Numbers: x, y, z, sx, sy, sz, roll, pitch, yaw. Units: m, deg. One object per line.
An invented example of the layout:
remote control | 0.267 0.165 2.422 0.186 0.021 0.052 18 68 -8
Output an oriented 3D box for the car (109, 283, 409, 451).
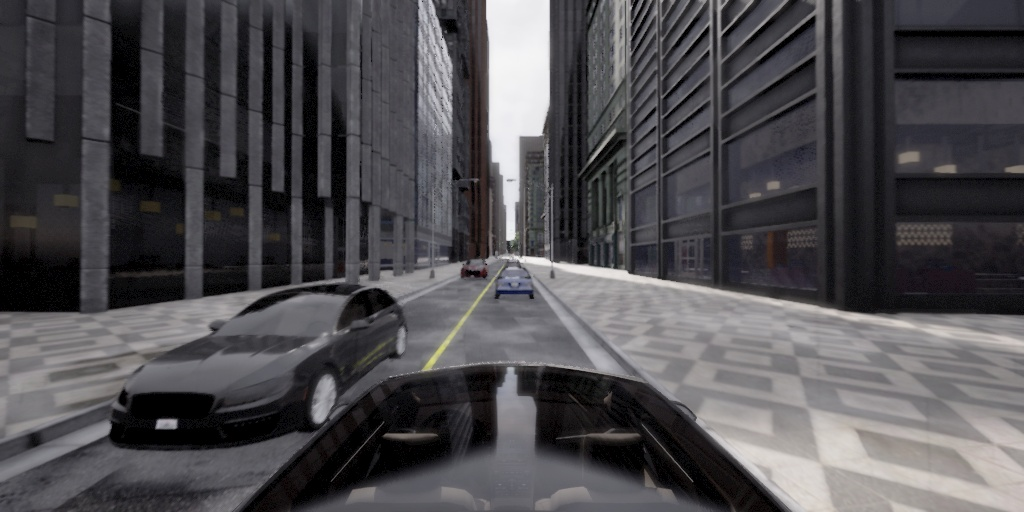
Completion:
car | -3.053 1.246 5.614 1.837 1.490 4.892 0 0 0

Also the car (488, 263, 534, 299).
car | 0.113 1.247 17.859 2.033 1.411 5.357 0 0 0

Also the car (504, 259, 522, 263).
car | 0.107 1.068 43.089 2.128 1.511 4.902 0 0 0

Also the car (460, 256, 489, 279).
car | -3.089 0.995 30.343 2.097 1.767 4.553 0 0 0
